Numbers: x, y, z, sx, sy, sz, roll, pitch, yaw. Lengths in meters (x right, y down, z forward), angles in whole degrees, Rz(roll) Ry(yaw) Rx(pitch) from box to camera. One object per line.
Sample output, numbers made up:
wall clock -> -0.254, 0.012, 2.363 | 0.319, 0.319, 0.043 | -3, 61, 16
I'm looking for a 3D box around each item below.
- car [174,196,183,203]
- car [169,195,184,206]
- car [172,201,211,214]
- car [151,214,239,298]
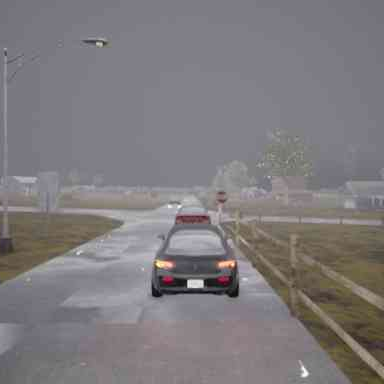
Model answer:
car -> -2.852, 1.534, 72.387 | 1.837, 1.490, 4.892 | 0, 0, 0
car -> -2.903, 1.491, 56.633 | 1.882, 1.535, 5.008 | 0, 0, 0
car -> 0.046, 1.469, 18.450 | 1.882, 1.535, 5.008 | 0, 0, 0
car -> 0.075, 1.517, 8.395 | 1.812, 1.442, 4.674 | 0, 0, 0
